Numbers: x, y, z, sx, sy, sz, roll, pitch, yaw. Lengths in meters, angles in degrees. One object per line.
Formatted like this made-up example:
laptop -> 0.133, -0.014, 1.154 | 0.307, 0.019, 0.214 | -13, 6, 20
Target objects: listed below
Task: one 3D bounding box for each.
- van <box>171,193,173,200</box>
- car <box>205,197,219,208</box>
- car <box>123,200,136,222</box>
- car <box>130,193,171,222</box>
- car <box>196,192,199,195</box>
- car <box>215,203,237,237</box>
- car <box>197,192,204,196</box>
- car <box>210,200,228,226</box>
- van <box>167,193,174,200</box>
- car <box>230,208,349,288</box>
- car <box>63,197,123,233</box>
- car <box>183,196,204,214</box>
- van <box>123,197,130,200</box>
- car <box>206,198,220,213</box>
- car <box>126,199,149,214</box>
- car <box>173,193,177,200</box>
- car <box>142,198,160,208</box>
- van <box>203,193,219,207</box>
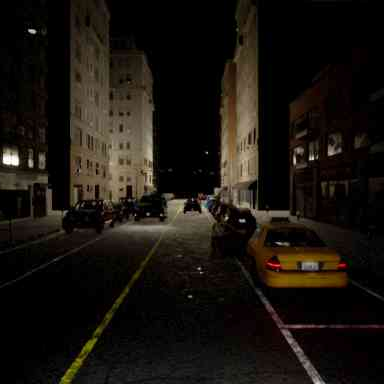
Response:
van -> -5.854, 1.285, 75.222 | 1.690, 1.788, 3.998 | 0, 0, 0
car -> 2.669, 1.573, 36.705 | 1.802, 1.307, 4.206 | 0, 0, 0
car -> -5.857, 1.547, 25.353 | 2.008, 1.369, 4.403 | 0, 0, 0
car -> -3.099, 1.217, 26.296 | 2.150, 2.045, 5.566 | 0, 0, 0
car -> 2.672, 1.241, 86.410 | 2.192, 1.841, 5.009 | 0, 0, 0
car -> 2.668, 1.563, 19.697 | 1.947, 1.339, 4.313 | 0, 0, 0
car -> 2.671, 1.384, 75.240 | 1.967, 1.590, 4.097 | 0, 0, 0
car -> 2.668, 1.562, 25.366 | 1.947, 1.339, 4.313 | 0, 0, 0
van -> -5.853, 1.256, 91.980 | 1.690, 1.788, 3.998 | 0, 0, 0
car -> 2.351, 1.455, 9.189 | 1.801, 1.575, 5.366 | 0, 0, 0
car -> -5.857, 1.312, 19.686 | 2.192, 1.841, 5.009 | 0, 0, 0
car -> 0.071, 1.518, 35.782 | 1.812, 1.442, 4.674 | 0, 0, 0
van -> -5.857, 1.336, 31.021 | 1.690, 1.788, 3.998 | 0, 0, 0
car -> 2.669, 1.546, 31.035 | 2.008, 1.369, 4.403 | 0, 0, 0
car -> -5.856, 1.517, 36.520 | 1.752, 1.417, 4.829 | 0, 0, 0
car -> -5.854, 1.241, 86.395 | 2.192, 1.841, 5.009 | 0, 0, 0
car -> -5.856, 1.529, 48.027 | 2.008, 1.369, 4.403 | 0, 0, 0
van -> 2.670, 1.327, 42.375 | 1.690, 1.788, 3.998 | 0, 0, 0
